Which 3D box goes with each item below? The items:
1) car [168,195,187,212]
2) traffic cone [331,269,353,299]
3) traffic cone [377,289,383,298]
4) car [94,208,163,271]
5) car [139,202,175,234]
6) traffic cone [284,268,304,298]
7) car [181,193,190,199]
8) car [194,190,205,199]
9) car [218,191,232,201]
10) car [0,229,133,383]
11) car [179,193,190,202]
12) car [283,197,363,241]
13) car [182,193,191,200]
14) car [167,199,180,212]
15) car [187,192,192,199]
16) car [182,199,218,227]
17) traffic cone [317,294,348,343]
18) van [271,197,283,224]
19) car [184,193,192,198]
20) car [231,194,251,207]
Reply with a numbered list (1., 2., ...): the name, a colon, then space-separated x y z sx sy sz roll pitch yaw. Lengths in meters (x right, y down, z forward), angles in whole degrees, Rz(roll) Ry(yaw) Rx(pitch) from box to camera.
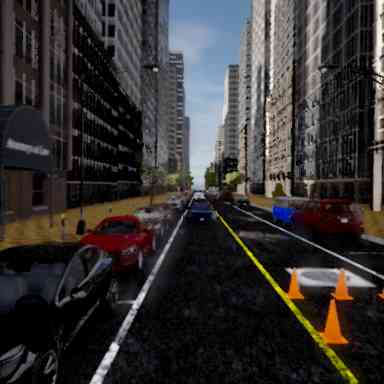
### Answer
1. car: -1.815 1.255 33.200 2.008 1.369 4.403 0 0 1
2. traffic cone: 3.172 1.925 7.047 0.340 0.580 0.340 1 0 1
3. traffic cone: 4.172 1.934 7.031 0.340 0.580 0.340 1 0 1
4. car: -2.190 1.436 10.469 1.887 1.381 4.507 0 0 1
5. car: -2.097 1.396 16.152 2.008 1.369 4.403 0 0 1
6. traffic cone: 2.173 1.915 7.064 0.340 0.580 0.340 1 0 1
7. car: -1.627 1.162 44.565 2.008 1.369 4.403 0 0 1
8. car: 1.545 0.623 73.048 2.150 2.045 5.566 1 0 1
9. car: 7.127 0.816 67.157 2.192 1.841 5.009 0 0 1
10. car: -2.285 1.504 4.787 1.947 1.339 4.313 0 0 1
11. car: -1.345 0.910 61.612 1.967 1.590 4.097 0 0 1
12. car: 6.282 1.238 16.012 2.192 1.841 5.009 0 0 1
13. car: -1.160 0.902 72.809 1.752 1.417 4.829 0 0 1
14. car: -2.003 1.380 21.835 1.802 1.307 4.206 0 0 1
15. car: -1.439 1.099 55.931 1.802 1.307 4.206 0 0 1
16. car: 0.590 1.389 21.404 1.994 1.385 4.181 1 0 1
17. traffic cone: 2.140 1.932 5.064 0.340 0.580 0.340 1 0 1
18. van: 6.376 1.217 21.695 1.690 1.788 3.998 0 0 1
19. car: -0.970 0.846 84.345 1.947 1.339 4.313 0 0 1
20. car: 6.752 1.240 44.427 2.008 1.369 4.403 0 0 1
